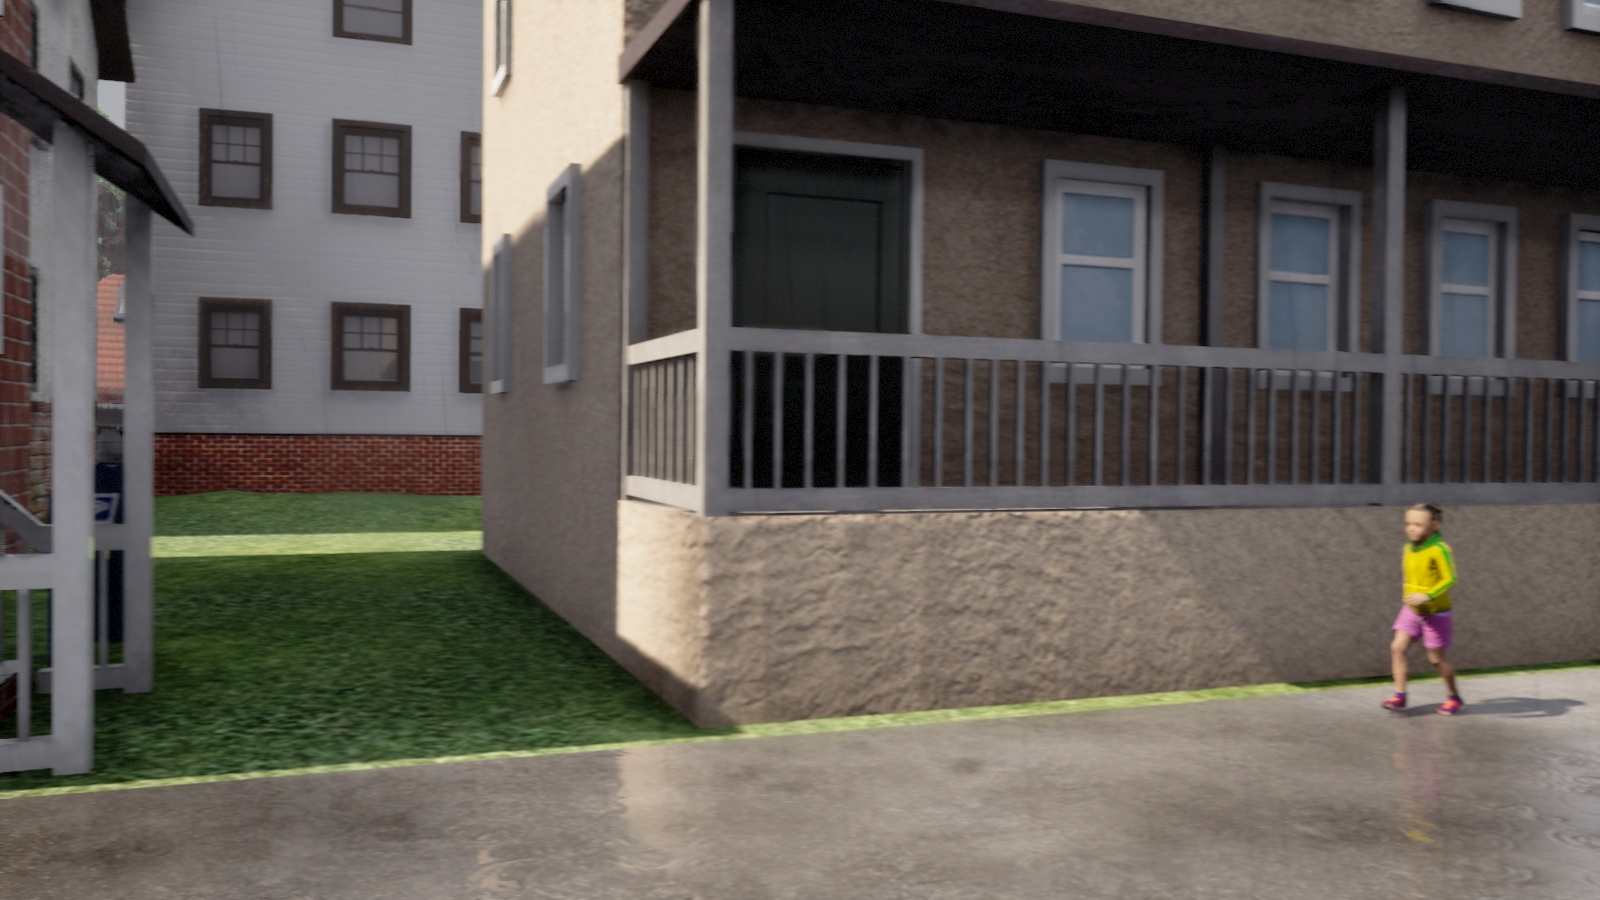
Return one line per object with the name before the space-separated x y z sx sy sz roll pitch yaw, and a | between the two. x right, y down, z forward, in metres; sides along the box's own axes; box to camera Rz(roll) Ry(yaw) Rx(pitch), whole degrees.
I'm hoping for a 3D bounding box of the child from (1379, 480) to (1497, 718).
child | 3.285 0.747 6.466 0.473 1.160 0.299 -1 1 -21
